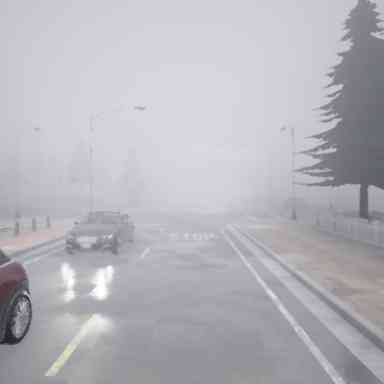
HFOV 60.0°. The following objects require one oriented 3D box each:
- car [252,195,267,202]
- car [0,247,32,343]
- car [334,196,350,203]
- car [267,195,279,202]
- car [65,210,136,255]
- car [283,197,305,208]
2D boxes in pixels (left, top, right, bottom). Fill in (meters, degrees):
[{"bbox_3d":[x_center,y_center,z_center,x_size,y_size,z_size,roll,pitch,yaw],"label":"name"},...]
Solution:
[{"bbox_3d":[14.209,1.480,72.413,2.007,1.523,4.514,0,0,0],"label":"car"},{"bbox_3d":[-3.585,1.358,3.391,2.097,1.767,4.553,0,0,0],"label":"car"},{"bbox_3d":[29.115,1.445,64.643,1.845,1.501,3.633,0,0,0],"label":"car"},{"bbox_3d":[17.346,1.471,72.435,2.152,1.636,5.027,0,0,0],"label":"car"},{"bbox_3d":[-3.518,1.516,13.541,2.128,1.511,4.902,0,0,0],"label":"car"},{"bbox_3d":[13.960,1.464,46.380,1.845,1.501,3.633,0,0,0],"label":"car"}]
